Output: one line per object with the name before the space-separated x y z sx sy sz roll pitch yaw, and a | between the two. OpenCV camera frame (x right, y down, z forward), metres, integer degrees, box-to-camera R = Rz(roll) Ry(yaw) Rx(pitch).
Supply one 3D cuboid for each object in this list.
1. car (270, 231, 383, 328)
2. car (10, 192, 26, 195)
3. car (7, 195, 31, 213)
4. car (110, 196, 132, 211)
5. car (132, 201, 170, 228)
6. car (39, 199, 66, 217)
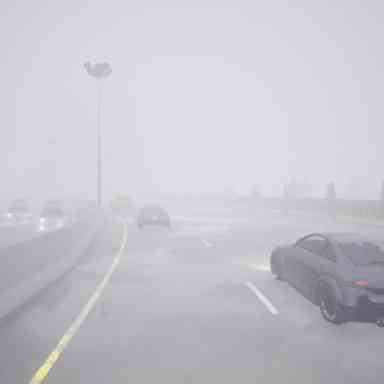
car | 3.128 1.519 7.068 1.994 1.385 4.181 0 0 -4
car | -33.939 0.981 64.740 2.150 2.045 5.566 0 0 -42
car | -18.600 1.413 35.840 1.837 1.490 4.892 0 0 -25
car | -8.211 1.206 38.600 2.097 1.767 4.553 0 0 -23
car | -2.624 1.475 21.532 1.994 1.385 4.181 0 0 -12
car | -12.692 1.414 30.435 1.837 1.490 4.892 0 0 -20
